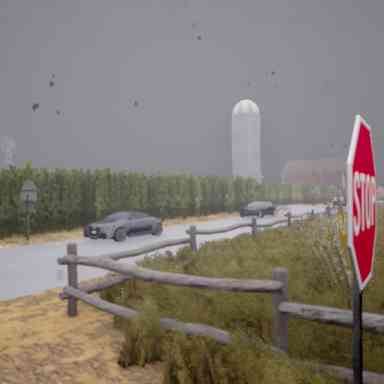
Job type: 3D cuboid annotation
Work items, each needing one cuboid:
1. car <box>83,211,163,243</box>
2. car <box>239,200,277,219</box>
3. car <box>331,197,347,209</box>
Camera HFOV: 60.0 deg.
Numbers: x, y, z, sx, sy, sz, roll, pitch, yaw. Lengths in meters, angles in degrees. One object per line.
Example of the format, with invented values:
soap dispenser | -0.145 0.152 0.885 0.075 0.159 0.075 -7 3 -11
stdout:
car | -3.367 1.654 16.893 1.994 1.385 4.181 -1 0 35
car | 6.032 1.535 29.950 1.882 1.535 5.008 -1 0 36
car | 19.500 1.370 43.210 1.837 1.490 4.892 -1 0 36
